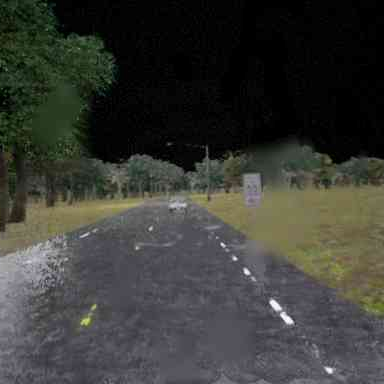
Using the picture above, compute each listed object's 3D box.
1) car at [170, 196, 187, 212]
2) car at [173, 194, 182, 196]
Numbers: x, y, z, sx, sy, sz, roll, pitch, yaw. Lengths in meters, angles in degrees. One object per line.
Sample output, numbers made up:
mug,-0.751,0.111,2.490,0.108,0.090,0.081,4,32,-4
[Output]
car,-1.605,1.535,38.433,1.895,1.301,4.718,-2,0,-3
car,-2.070,1.212,48.501,2.097,1.767,4.553,-2,0,-2
